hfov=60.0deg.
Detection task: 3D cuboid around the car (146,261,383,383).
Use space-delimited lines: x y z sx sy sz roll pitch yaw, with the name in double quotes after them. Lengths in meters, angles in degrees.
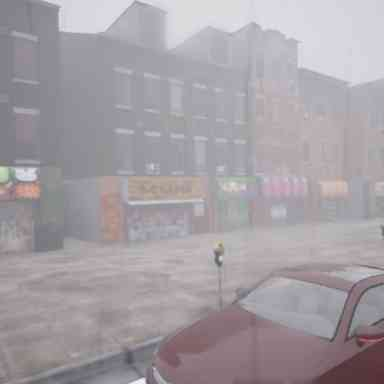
1.513 1.562 3.903 4.206 1.307 1.802 0 -1 -36 "car"
